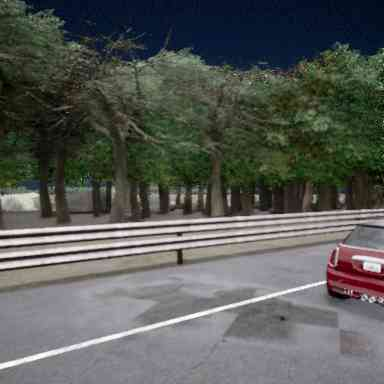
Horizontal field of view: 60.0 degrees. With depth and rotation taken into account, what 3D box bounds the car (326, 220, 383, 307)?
[{"bbox_3d":[4.955,1.349,7.106,4.553,1.767,2.097,0,0,-34],"label":"car"}]
